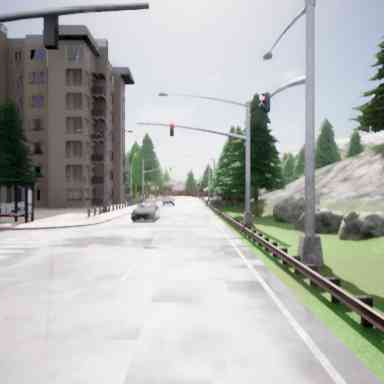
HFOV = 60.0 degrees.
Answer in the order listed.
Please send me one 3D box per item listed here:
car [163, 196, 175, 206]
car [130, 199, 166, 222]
[{"bbox_3d":[-3.555,1.322,51.218,2.033,1.411,5.357,0,0,0],"label":"car"},{"bbox_3d":[-3.533,1.514,26.262,2.033,1.411,5.357,0,0,0],"label":"car"}]
